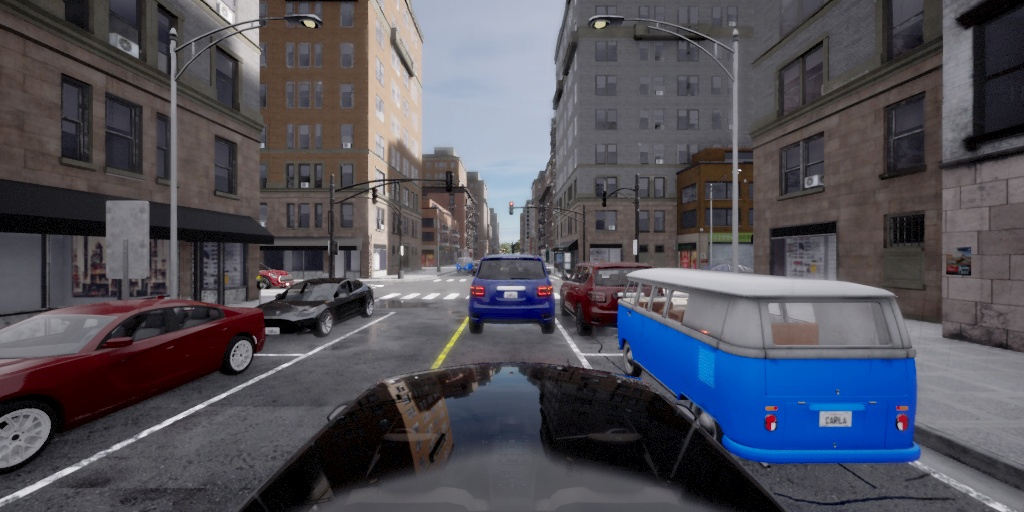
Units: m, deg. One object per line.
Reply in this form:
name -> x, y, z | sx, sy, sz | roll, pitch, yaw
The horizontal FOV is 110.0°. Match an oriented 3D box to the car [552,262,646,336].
car -> 2.616, 1.064, 10.284 | 2.192, 1.841, 5.009 | 0, 0, 0

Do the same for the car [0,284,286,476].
car -> -5.391, 1.295, 4.747 | 1.888, 1.381, 4.507 | 0, 0, 0

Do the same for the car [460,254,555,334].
car -> 0.036, 0.971, 10.786 | 2.150, 2.045, 5.566 | 0, 0, 1

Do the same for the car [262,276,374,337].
car -> -5.409, 1.315, 10.258 | 1.948, 1.339, 4.313 | 0, 0, 0

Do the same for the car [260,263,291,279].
car -> -16.083, 1.164, 22.102 | 4.553, 1.767, 2.097 | 0, 0, 0

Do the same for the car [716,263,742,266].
car -> 14.686, 1.225, 25.198 | 5.357, 1.411, 2.033 | 0, 0, 0

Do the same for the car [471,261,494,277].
car -> -2.945, 1.251, 36.653 | 1.837, 1.490, 4.892 | 0, 0, 1

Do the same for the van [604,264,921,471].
van -> 2.634, 1.091, 4.773 | 1.690, 1.789, 3.998 | 0, 0, 0

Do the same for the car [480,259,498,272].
car -> -2.990, 1.235, 47.125 | 2.128, 1.511, 4.902 | 0, 0, 0

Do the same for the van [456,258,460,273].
van -> -5.533, 1.086, 42.221 | 1.690, 1.789, 3.998 | 0, 0, 0
